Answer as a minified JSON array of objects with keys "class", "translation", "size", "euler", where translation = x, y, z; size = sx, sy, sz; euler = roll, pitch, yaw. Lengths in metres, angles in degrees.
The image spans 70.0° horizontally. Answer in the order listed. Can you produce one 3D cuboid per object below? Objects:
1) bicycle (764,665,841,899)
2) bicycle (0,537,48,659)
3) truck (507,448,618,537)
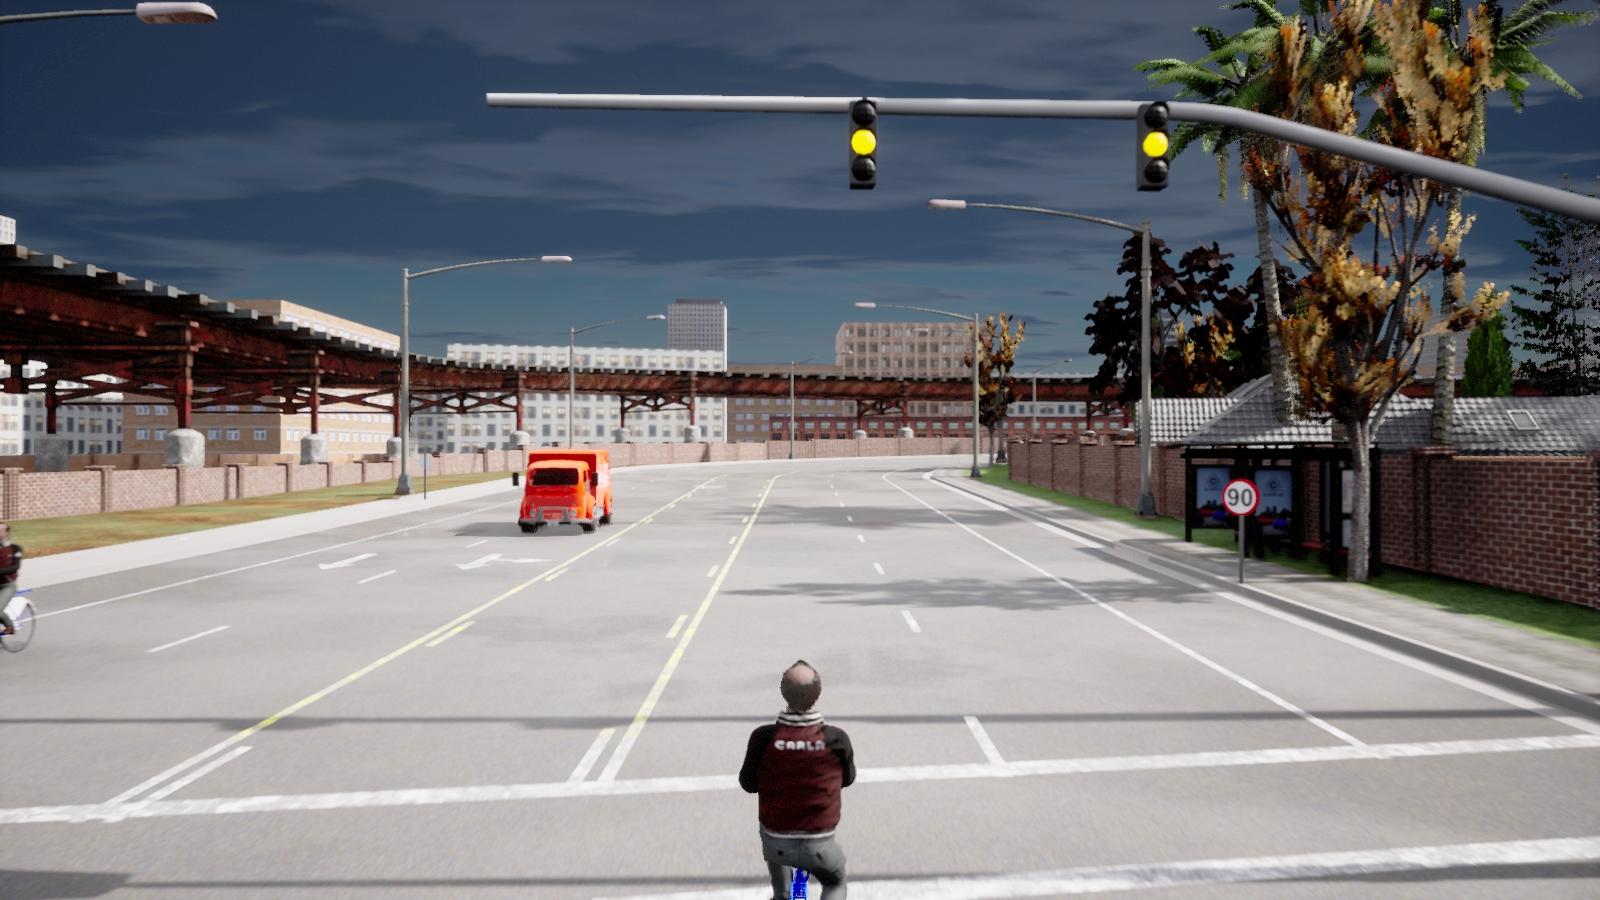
[{"class":"bicycle","translation":[0.014,2.015,5.770],"size":[0.329,1.496,1.835],"euler":[0,1,0]},{"class":"bicycle","translation":[-10.490,1.951,14.769],"size":[0.329,1.496,1.835],"euler":[0,0,0]},{"class":"truck","translation":[-7.258,1.216,35.513],"size":[2.627,2.467,5.204],"euler":[0,1,-3]}]
